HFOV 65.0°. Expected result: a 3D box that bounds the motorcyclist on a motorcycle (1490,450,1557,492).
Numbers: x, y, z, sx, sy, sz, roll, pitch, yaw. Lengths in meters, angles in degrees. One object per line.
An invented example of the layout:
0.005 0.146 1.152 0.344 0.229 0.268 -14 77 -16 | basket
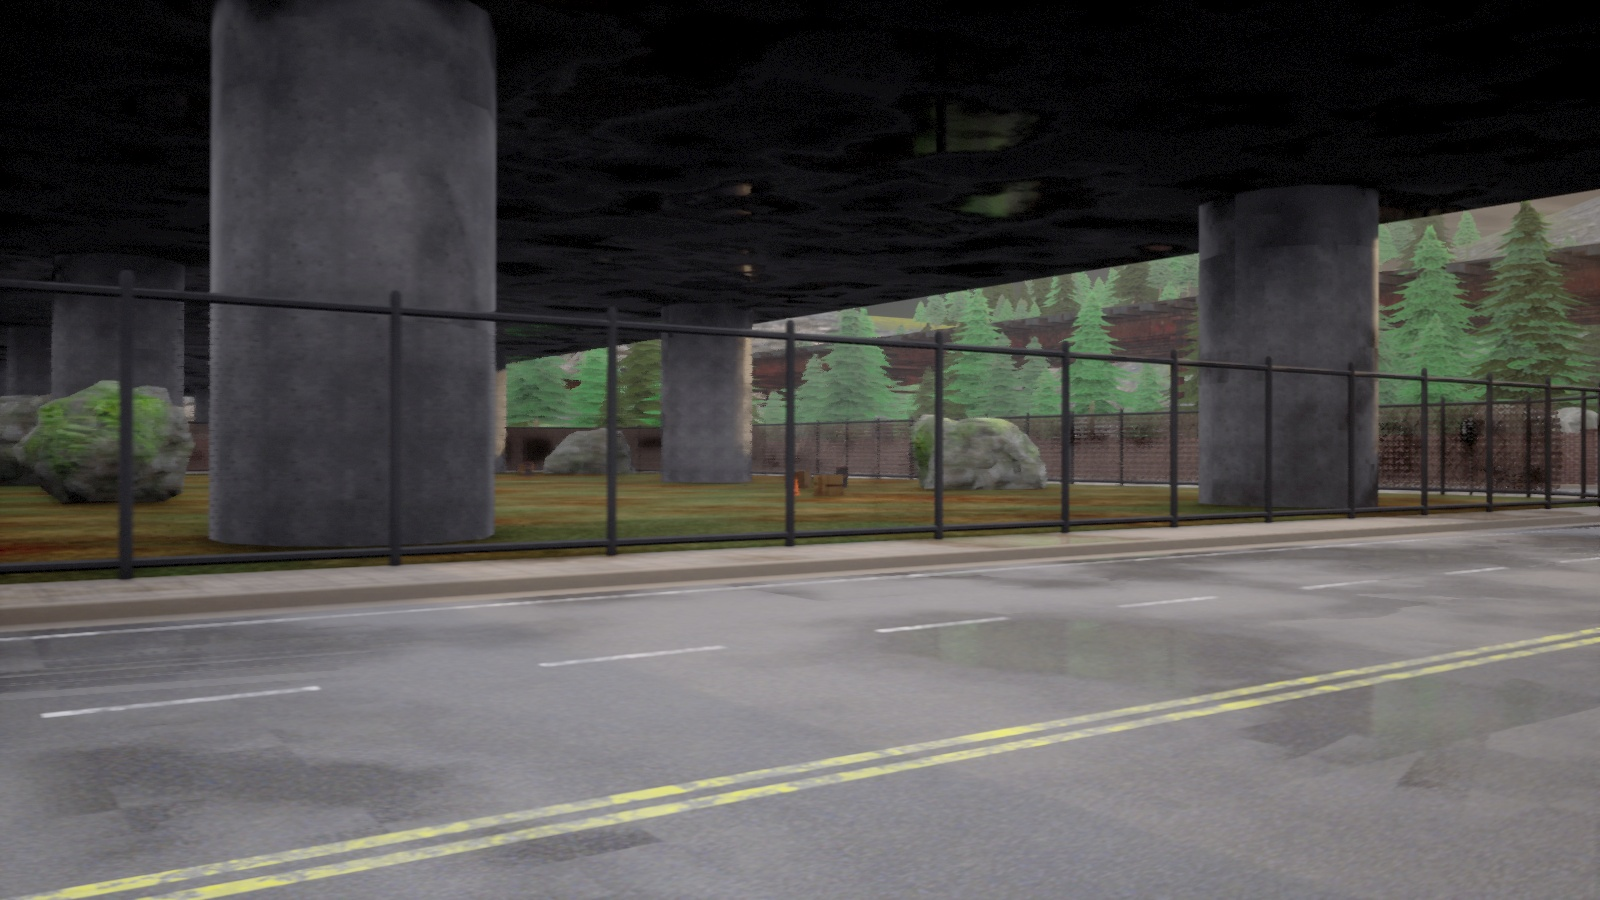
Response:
27.363 0.784 47.543 0.797 1.523 2.044 0 0 -35 | motorcyclist on a motorcycle
